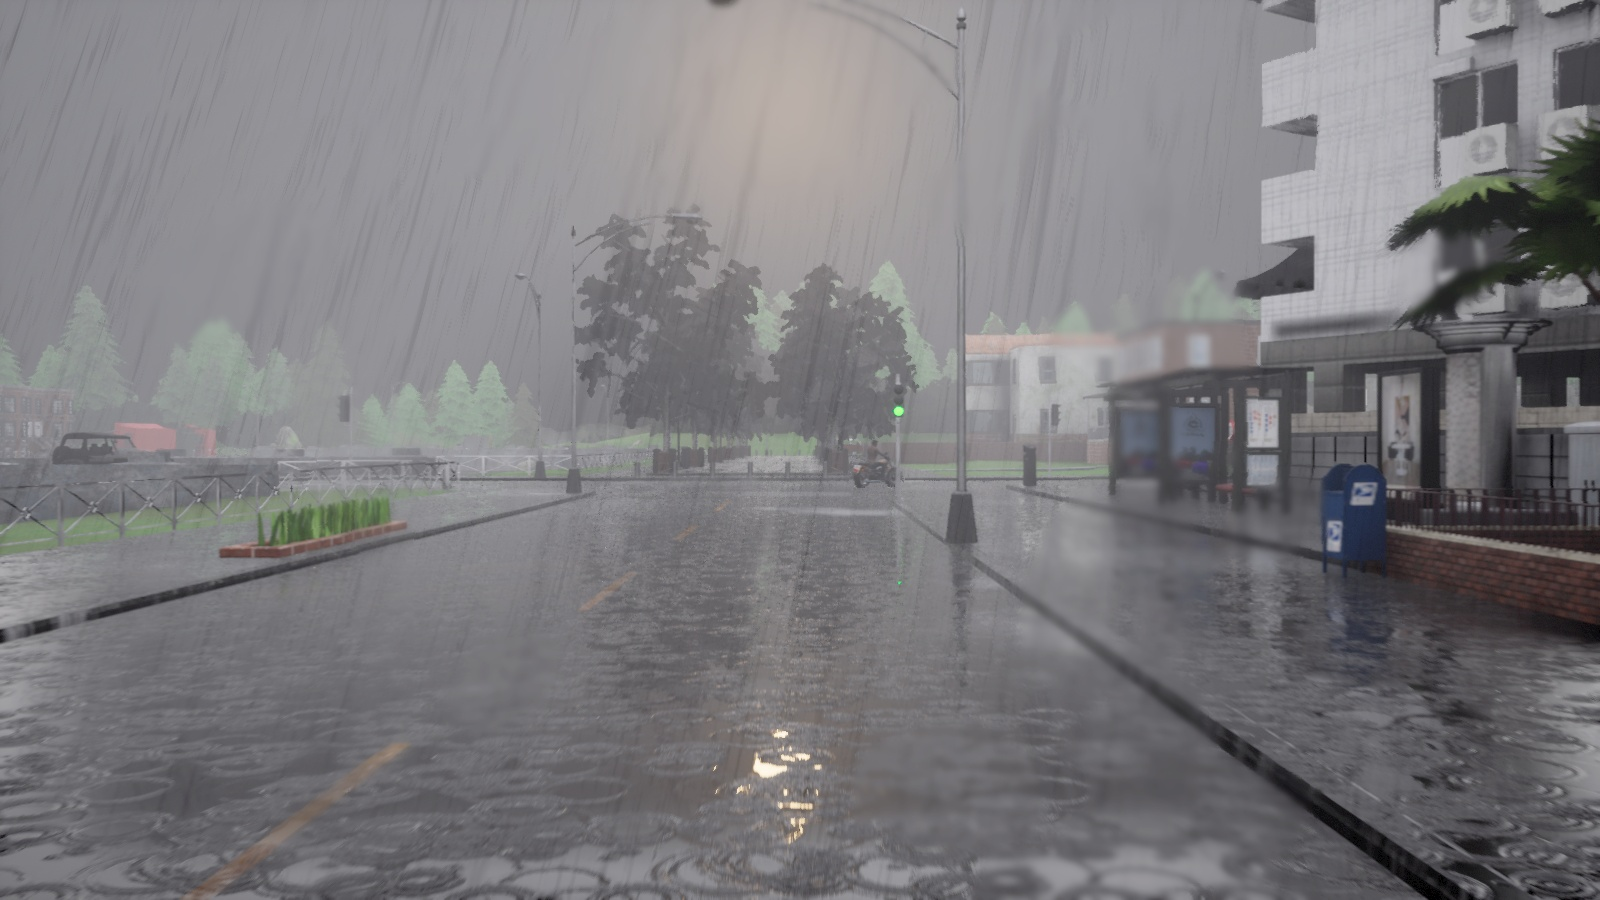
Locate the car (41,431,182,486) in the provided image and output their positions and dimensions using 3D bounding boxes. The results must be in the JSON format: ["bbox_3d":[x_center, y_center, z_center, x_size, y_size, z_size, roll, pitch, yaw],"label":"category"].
[{"bbox_3d":[-23.911,0.277,43.729,3.866,1.878,1.905,0,0,0],"label":"car"}]

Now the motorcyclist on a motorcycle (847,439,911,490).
[{"bbox_3d":[2.626,0.464,41.660,0.766,1.649,2.350,3,2,43],"label":"motorcyclist on a motorcycle"}]
